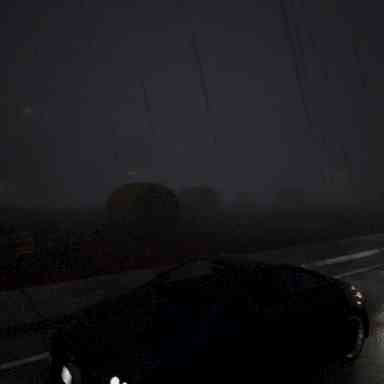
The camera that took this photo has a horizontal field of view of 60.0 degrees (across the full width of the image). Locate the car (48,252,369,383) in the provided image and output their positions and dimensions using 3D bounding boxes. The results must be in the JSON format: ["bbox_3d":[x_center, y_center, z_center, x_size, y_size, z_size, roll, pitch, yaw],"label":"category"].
[{"bbox_3d":[0.435,1.560,4.306,4.181,1.385,1.994,0,0,-36],"label":"car"}]
